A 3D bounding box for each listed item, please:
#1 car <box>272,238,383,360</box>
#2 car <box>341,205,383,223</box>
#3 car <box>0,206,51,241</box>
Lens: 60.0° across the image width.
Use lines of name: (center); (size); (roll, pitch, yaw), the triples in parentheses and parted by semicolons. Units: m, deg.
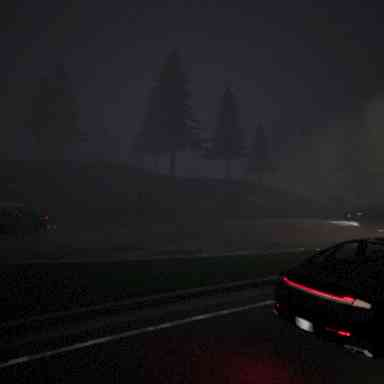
car: (3.590, 1.531, 5.505); (4.902, 1.511, 2.128); (1, 0, -29)
car: (14.452, 1.741, 27.534); (4.181, 1.385, 1.994); (1, 0, -24)
car: (-9.300, 1.441, 15.670); (4.902, 1.511, 2.128); (1, 0, -9)
